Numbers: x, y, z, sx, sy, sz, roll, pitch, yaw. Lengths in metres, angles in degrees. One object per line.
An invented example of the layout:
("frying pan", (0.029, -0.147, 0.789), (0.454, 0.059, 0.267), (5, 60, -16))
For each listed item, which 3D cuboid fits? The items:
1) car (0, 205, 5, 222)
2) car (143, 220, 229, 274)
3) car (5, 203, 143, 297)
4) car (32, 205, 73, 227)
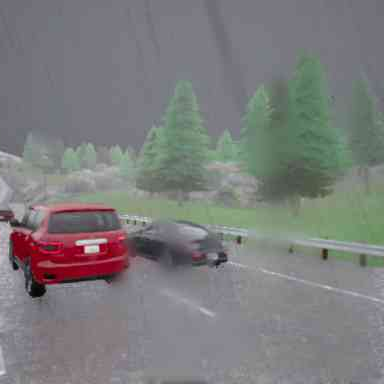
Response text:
("car", (-15.777, 1.792, 27.175), (1.882, 1.535, 5.008), (0, -1, -34))
("car", (-0.690, 1.659, 11.173), (1.812, 1.442, 4.674), (0, -1, -34))
("car", (-3.626, 1.331, 9.287), (2.150, 2.045, 5.566), (0, -1, -34))
("car", (-11.412, 1.862, 26.978), (2.033, 1.411, 5.357), (0, -1, -34))
